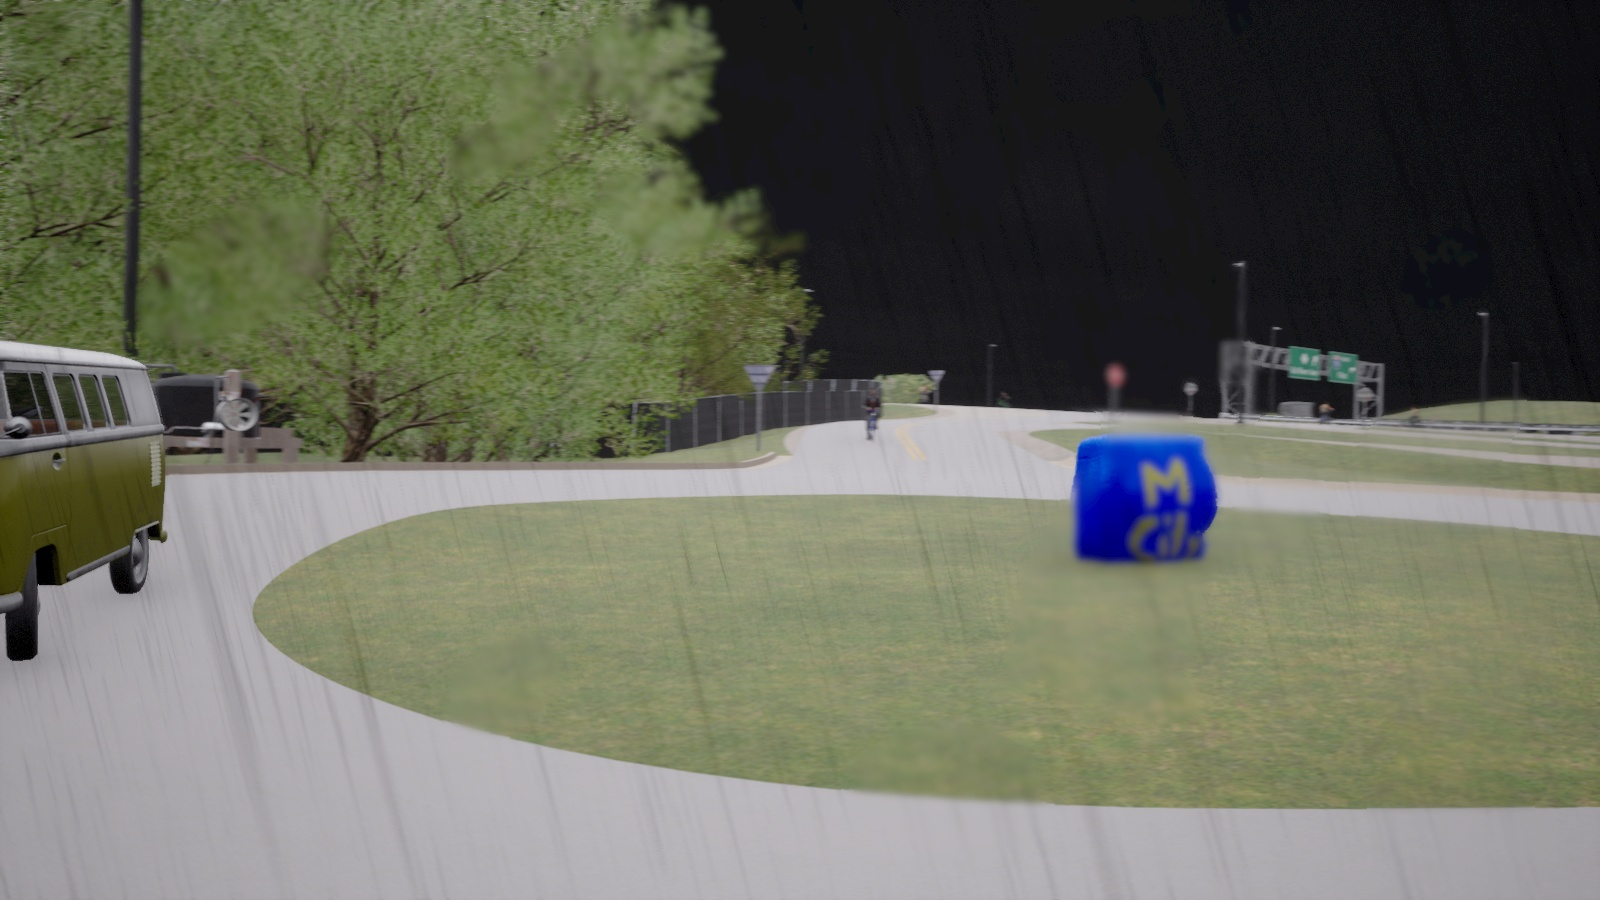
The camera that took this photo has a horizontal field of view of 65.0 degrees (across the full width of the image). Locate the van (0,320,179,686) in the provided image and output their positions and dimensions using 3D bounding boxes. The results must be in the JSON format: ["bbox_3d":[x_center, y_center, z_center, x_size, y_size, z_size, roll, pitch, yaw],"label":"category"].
[{"bbox_3d":[-5.757,0.180,8.692,1.775,1.987,4.442,1,3,-15],"label":"van"}]
